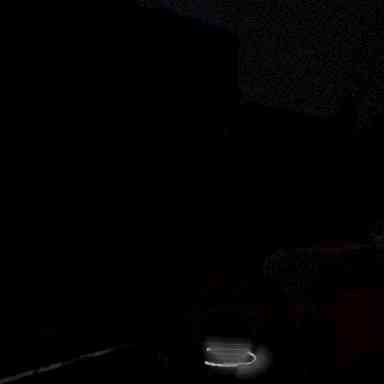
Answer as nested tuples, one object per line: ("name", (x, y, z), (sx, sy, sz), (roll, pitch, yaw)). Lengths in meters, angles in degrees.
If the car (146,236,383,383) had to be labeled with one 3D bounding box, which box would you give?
("car", (1.736, 1.478, 4.921), (5.008, 1.535, 1.882), (0, 0, -35))
